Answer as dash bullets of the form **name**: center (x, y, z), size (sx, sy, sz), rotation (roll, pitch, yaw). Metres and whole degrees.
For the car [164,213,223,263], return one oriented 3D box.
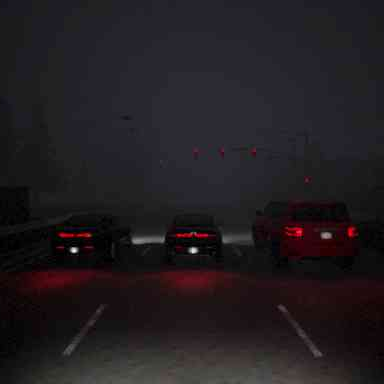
- **car**: center (0.059, 1.519, 12.128), size (1.837, 1.490, 4.892), rotation (0, -2, 0)

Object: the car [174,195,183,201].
- **car**: center (-3.521, 1.652, 85.638), size (1.812, 1.442, 4.674), rotation (0, 0, 0)

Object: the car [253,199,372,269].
- **car**: center (3.553, 1.240, 11.423), size (2.150, 2.045, 5.566), rotation (0, 0, 0)

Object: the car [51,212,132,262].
- **car**: center (-3.441, 1.519, 12.179), size (1.837, 1.490, 4.892), rotation (0, -2, 0)

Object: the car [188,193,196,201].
- **car**: center (-0.021, 1.651, 85.222), size (2.128, 1.511, 4.902), rotation (0, 0, 0)

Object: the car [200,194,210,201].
- **car**: center (3.479, 1.483, 85.610), size (2.097, 1.767, 4.553), rotation (0, 0, 0)

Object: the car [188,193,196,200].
- **car**: center (-0.023, 1.209, 95.672), size (2.150, 2.045, 5.566), rotation (0, 0, 0)

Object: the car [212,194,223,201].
- **car**: center (6.979, 1.626, 85.223), size (1.837, 1.490, 4.892), rotation (0, 0, 0)

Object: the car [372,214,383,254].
- **car**: center (7.055, 1.507, 11.665), size (2.128, 1.511, 4.902), rotation (0, 0, 0)
